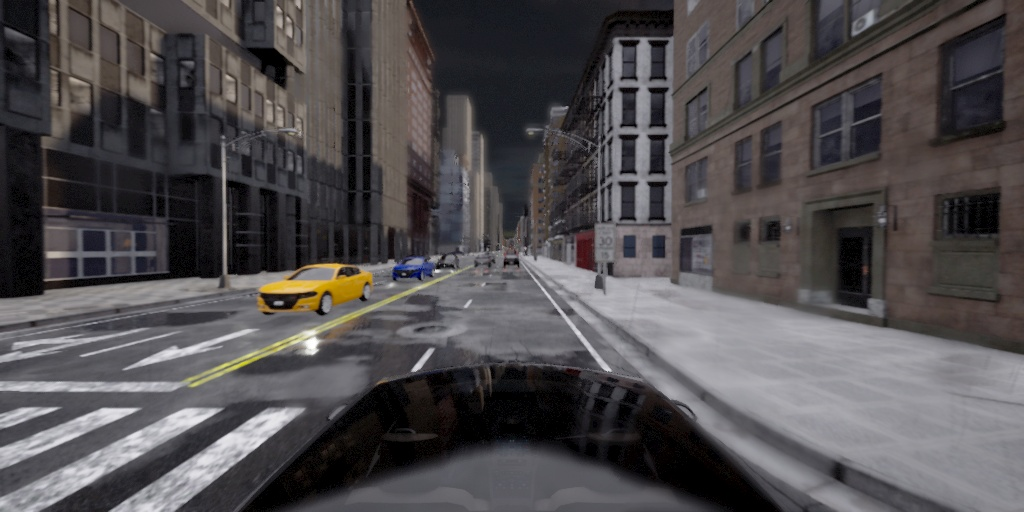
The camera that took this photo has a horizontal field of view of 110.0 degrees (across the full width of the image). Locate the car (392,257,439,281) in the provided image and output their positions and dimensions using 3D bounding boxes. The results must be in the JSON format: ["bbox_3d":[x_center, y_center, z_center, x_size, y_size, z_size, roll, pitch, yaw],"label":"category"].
[{"bbox_3d":[-6.630,0.810,24.532,1.882,1.535,5.008,0,1,0],"label":"car"}]

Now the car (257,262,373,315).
[{"bbox_3d":[-6.609,1.021,12.661,1.882,1.535,5.008,0,1,0],"label":"car"}]

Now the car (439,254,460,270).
[{"bbox_3d":[-6.633,0.601,37.678,1.837,1.490,4.892,0,2,0],"label":"car"}]

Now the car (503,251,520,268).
[{"bbox_3d":[-0.065,0.526,41.726,1.882,1.535,5.008,0,1,0],"label":"car"}]

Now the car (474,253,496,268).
[{"bbox_3d":[-3.315,0.531,41.721,2.128,1.511,4.902,0,1,0],"label":"car"}]
